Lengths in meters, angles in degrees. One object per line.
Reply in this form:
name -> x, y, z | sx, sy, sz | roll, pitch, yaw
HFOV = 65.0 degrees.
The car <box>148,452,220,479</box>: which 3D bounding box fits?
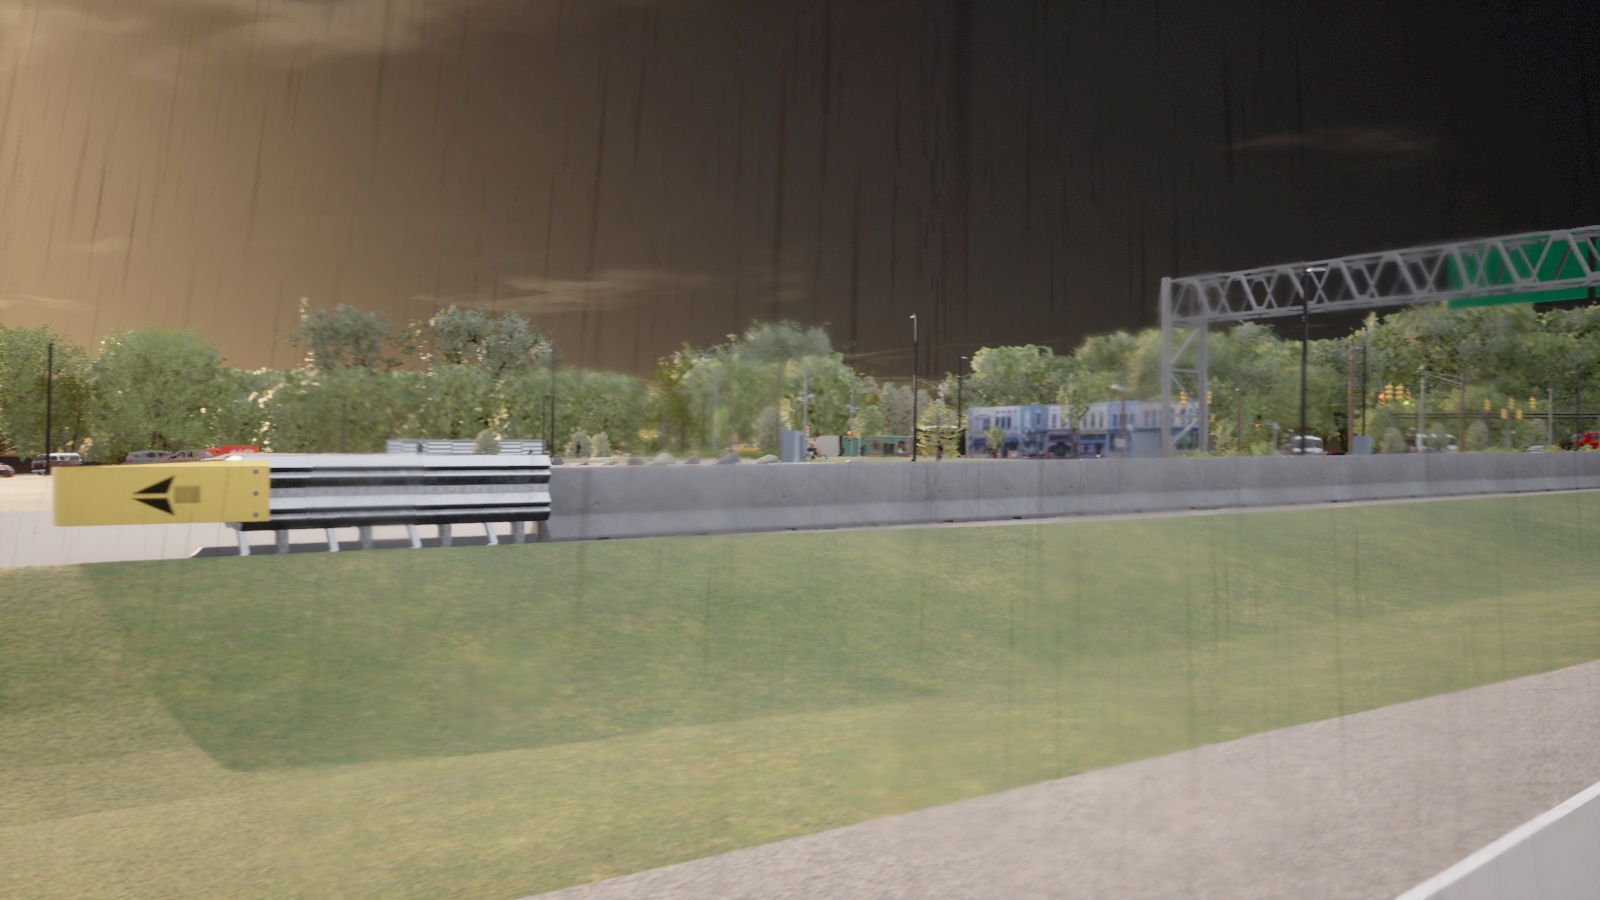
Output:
car -> -38.304, 0.961, 78.157 | 3.633, 1.501, 1.845 | -2, 1, -12
